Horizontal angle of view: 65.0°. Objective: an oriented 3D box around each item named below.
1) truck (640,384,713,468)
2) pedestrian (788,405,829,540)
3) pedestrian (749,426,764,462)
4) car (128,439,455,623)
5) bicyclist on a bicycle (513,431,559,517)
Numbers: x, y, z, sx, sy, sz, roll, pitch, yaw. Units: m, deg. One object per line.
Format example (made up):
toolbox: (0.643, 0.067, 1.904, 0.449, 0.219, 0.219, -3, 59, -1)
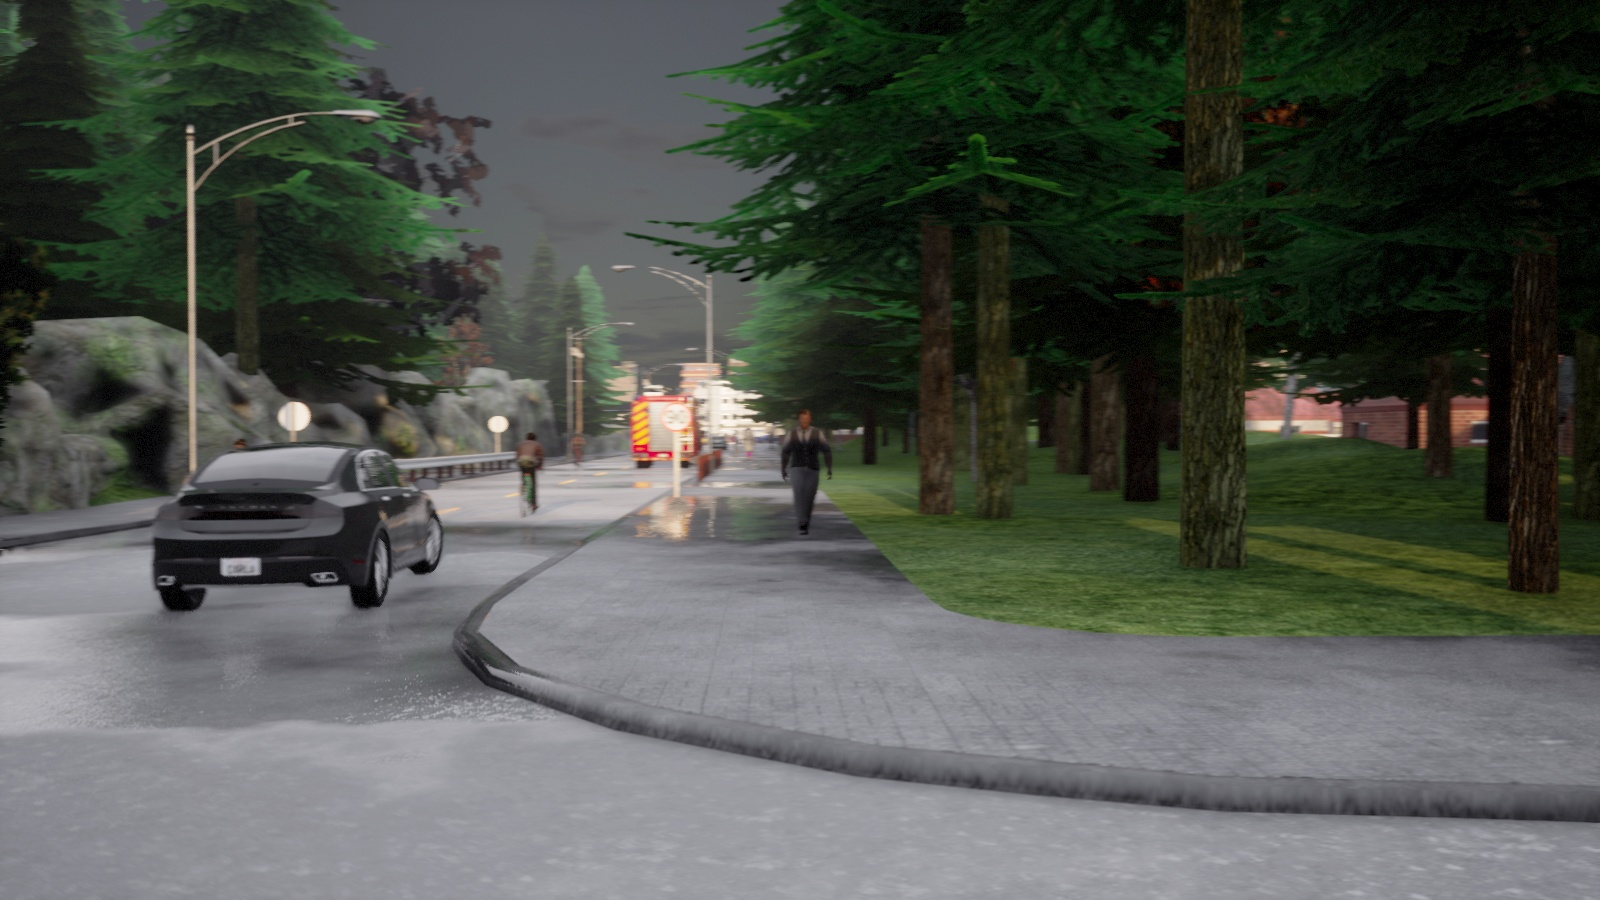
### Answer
truck: (-5.941, -1.153, 61.549, 2.891, 3.827, 8.468, 0, 1, -1)
pedestrian: (0.114, 0.308, 17.927, 0.563, 1.883, 0.849, 0, 1, -1)
pedestrian: (-2.344, -0.347, 68.282, 0.659, 1.952, 0.873, 0, 1, 8)
car: (-4.864, 0.644, 12.827, 1.837, 1.490, 4.892, 0, 1, -6)
bicyclist on a bicycle: (-5.134, 0.442, 24.480, 0.582, 1.620, 1.656, 0, 0, -1)
